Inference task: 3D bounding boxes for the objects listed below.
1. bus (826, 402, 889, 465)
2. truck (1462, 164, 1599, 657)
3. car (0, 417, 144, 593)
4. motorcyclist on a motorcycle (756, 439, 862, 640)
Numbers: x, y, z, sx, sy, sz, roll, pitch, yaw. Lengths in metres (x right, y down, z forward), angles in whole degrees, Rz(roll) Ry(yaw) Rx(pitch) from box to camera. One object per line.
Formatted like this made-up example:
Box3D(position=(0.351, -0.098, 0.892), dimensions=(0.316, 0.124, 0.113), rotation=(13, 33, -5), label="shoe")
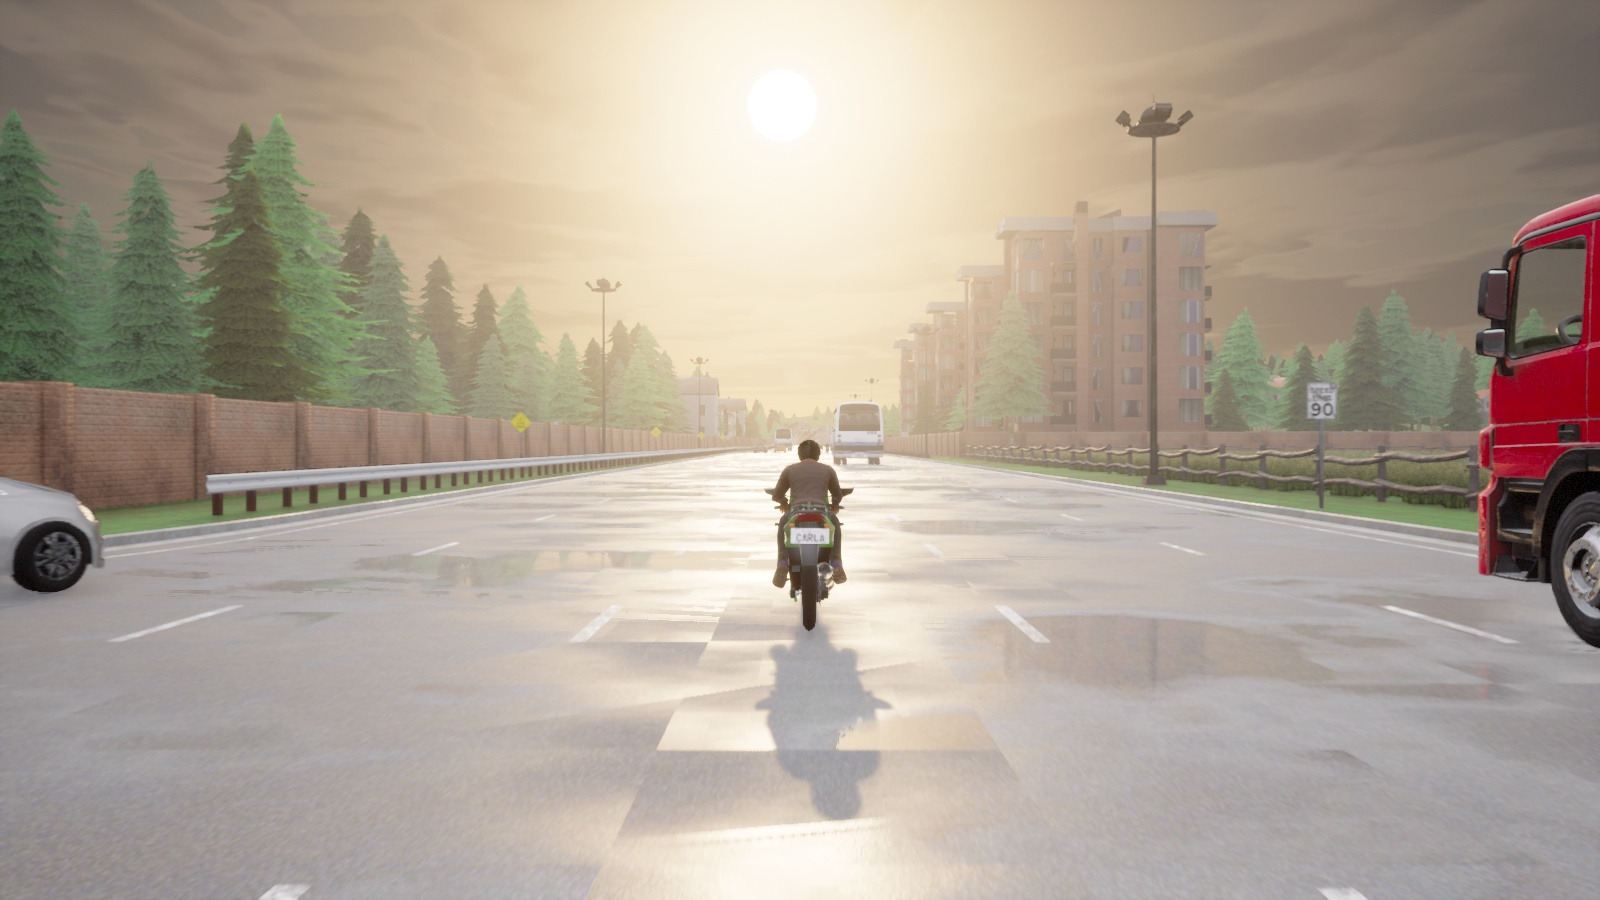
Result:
Box3D(position=(3.947, -1.127, 89.084), dimensions=(3.944, 4.253, 10.273), rotation=(0, 0, 0), label="bus")
Box3D(position=(7.054, -0.267, 6.698), dimensions=(2.891, 3.462, 7.936), rotation=(0, 0, 0), label="truck")
Box3D(position=(-9.034, 0.516, 11.768), dimensions=(2.242, 1.667, 4.611), rotation=(1, 0, 32), label="car")
Box3D(position=(0.075, 0.670, 10.517), dimensions=(0.797, 1.523, 2.044), rotation=(0, 0, 0), label="motorcyclist on a motorcycle")
